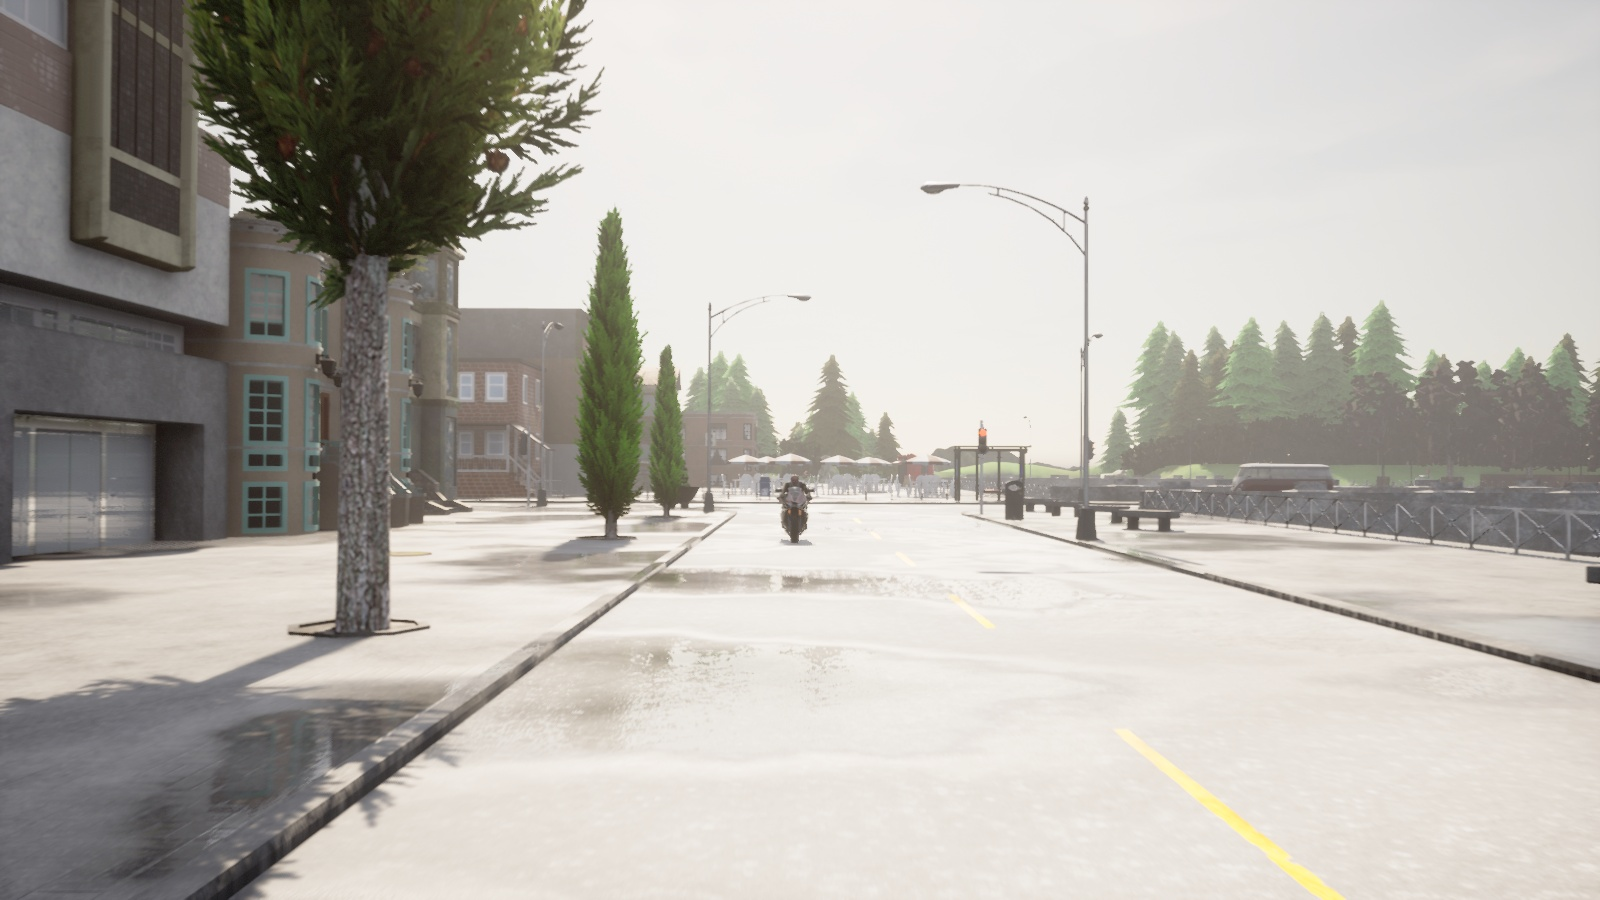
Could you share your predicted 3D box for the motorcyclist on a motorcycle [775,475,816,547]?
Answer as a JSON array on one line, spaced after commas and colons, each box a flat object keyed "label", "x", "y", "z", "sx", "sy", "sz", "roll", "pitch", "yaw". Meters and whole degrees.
[{"label": "motorcyclist on a motorcycle", "x": -0.105, "y": 1.316, "z": 27.780, "sx": 0.866, "sy": 1.530, "sz": 2.191, "roll": 0, "pitch": -1, "yaw": 0}]

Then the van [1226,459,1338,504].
[{"label": "van", "x": 22.008, "y": 1.442, "z": 57.451, "sx": 4.442, "sy": 1.987, "sz": 1.775, "roll": 0, "pitch": -1, "yaw": 1}]
